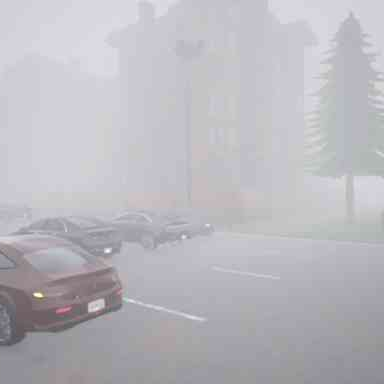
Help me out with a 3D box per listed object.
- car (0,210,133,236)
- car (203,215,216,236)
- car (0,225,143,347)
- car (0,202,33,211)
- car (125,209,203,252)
[{"bbox_3d":[-4.534,1.545,11.526,4.892,1.490,1.837,0,0,36],"label":"car"},{"bbox_3d":[-0.856,1.606,17.500,4.181,1.385,1.994,0,0,35],"label":"car"},{"bbox_3d":[-3.318,1.550,6.342,4.674,1.442,1.812,0,0,35],"label":"car"},{"bbox_3d":[-15.150,1.616,27.697,4.892,1.490,1.837,0,0,35],"label":"car"},{"bbox_3d":[-2.284,1.530,14.220,4.902,1.511,2.128,0,0,36],"label":"car"}]
